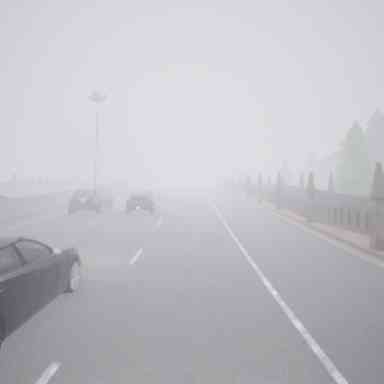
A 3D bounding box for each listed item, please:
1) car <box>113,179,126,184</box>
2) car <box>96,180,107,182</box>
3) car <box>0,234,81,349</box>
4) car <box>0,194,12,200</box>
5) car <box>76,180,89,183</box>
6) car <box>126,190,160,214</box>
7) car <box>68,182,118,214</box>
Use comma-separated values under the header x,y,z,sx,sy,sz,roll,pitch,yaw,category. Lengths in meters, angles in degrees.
x,y,z,sx,sy,sz,roll,pitch,yaw,category
-13.986,-1.722,64.100,2.097,1.767,4.553,0,3,0,car
-17.484,-1.568,64.009,2.128,1.511,4.902,0,3,0,car
-3.405,1.417,5.446,1.882,1.535,5.008,0,1,0,car
-14.091,0.760,22.308,1.895,1.301,4.718,0,3,0,car
-20.981,-1.560,63.932,2.128,1.511,4.902,0,3,0,car
-3.395,0.614,23.302,1.837,1.490,4.892,0,3,0,car
-6.897,0.467,23.150,2.097,1.767,4.553,0,3,0,car
